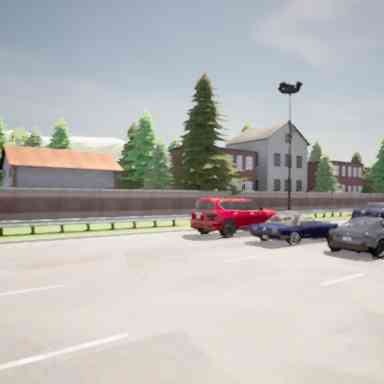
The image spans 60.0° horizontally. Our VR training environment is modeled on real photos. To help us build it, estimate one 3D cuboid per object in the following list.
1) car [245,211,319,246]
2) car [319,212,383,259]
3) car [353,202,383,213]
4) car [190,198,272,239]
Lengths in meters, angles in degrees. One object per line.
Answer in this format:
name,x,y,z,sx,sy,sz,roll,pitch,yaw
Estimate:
car,5.085,1.744,16.089,4.718,1.301,1.895,1,0,-35
car,7.346,1.710,13.399,4.181,1.385,1.994,1,0,-35
car,15.405,1.655,27.756,4.553,1.767,2.097,1,-1,-35
car,2.511,1.360,18.558,5.566,2.045,2.150,0,0,-35
